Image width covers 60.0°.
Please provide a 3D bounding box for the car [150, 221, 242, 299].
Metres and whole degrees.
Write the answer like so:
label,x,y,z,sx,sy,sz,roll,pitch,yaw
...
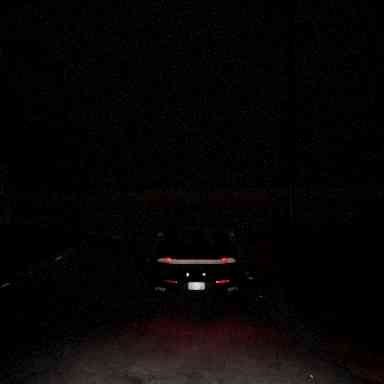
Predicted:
label,x,y,z,sx,sy,sz,roll,pitch,yaw
car,0.095,1.484,8.436,2.128,1.511,4.902,0,0,0
